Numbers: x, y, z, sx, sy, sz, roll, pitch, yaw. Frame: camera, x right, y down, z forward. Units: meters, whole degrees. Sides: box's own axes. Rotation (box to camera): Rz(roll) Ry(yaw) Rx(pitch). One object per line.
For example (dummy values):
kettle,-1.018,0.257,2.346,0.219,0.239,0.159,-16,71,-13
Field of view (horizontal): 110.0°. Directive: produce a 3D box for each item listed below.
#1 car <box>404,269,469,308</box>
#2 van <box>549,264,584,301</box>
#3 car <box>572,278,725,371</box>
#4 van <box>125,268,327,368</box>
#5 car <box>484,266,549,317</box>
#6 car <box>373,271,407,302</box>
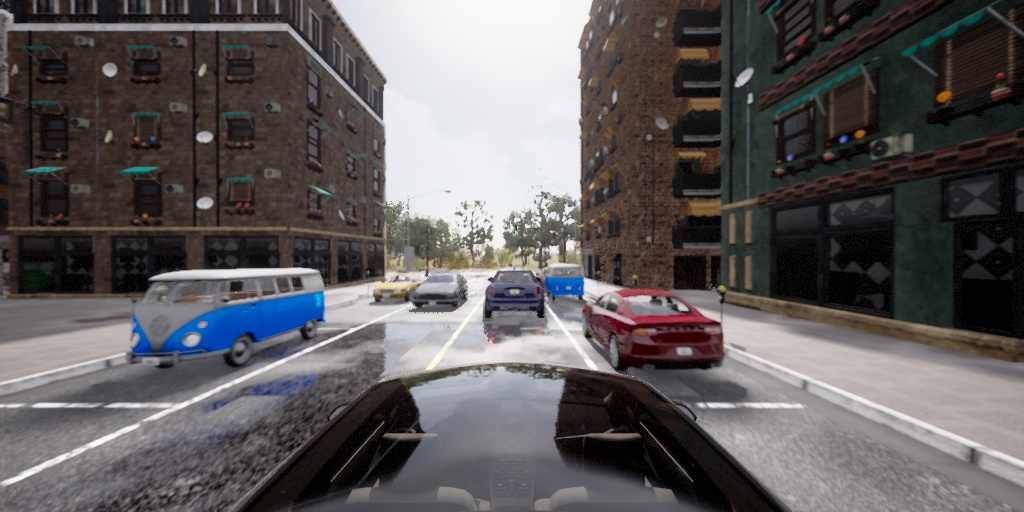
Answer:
car,-3.095,1.488,16.627,2.033,1.411,5.357,0,-1,0
van,2.694,1.310,18.843,1.690,1.789,3.998,0,0,0
car,2.691,1.373,7.795,1.888,1.381,4.507,0,0,0
van,-5.689,1.169,7.749,1.690,1.789,3.998,0,0,0
car,0.093,1.261,14.166,2.097,1.767,4.553,0,-1,0
car,-5.686,1.494,18.626,1.751,1.417,4.829,0,0,0
